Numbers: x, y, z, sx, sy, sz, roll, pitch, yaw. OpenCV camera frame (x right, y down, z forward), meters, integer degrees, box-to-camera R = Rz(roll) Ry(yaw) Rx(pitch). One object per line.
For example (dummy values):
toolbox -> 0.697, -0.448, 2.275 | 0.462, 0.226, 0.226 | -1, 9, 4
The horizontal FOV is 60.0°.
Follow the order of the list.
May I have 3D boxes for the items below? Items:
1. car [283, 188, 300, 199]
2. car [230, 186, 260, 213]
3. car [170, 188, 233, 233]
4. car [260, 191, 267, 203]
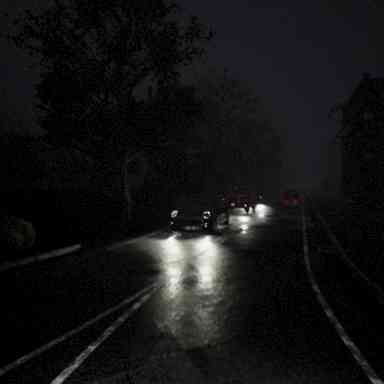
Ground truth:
car -> 13.731, 0.145, 45.691 | 2.128, 1.511, 4.902 | 1, 3, 22
car -> 4.004, 0.517, 27.771 | 2.150, 2.045, 5.566 | 1, 2, 19
car -> 0.499, 0.918, 17.019 | 2.097, 1.767, 4.553 | 1, 3, 18
car -> 7.350, 0.555, 37.911 | 1.895, 1.301, 4.718 | 1, 2, 19
